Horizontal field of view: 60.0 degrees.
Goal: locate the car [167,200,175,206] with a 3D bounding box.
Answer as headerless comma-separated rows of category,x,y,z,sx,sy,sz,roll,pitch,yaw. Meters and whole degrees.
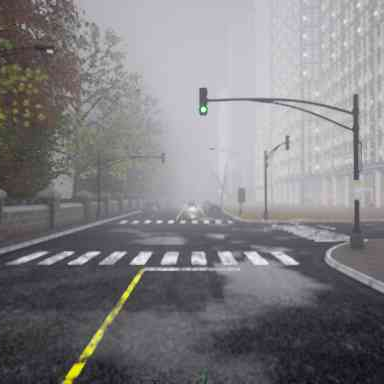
car,-5.737,2.715,84.282,1.887,1.381,4.507,0,-1,0

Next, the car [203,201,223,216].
car,2.669,2.095,39.233,1.947,1.339,4.313,0,-1,0

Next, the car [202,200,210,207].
car,3.107,2.553,74.542,1.812,1.442,4.674,0,-1,0

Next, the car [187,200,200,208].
car,0.006,2.446,68.750,2.128,1.511,4.902,0,-1,0

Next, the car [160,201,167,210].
car,-5.720,2.203,56.126,1.967,1.590,4.097,0,-1,0

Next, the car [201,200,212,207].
car,2.666,2.172,44.865,1.947,1.339,4.313,0,-1,0

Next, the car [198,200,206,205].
car,2.640,2.804,89.919,2.008,1.369,4.403,0,-1,0

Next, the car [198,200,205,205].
car,2.637,2.918,95.550,1.802,1.307,4.206,0,-1,0

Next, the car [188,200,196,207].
car,-0.045,2.575,77.766,1.837,1.490,4.892,0,-1,0

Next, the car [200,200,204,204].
car,2.663,2.250,50.497,1.947,1.339,4.313,0,-1,0

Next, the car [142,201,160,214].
car,-5.715,2.188,44.860,1.802,1.307,4.206,0,-1,0
